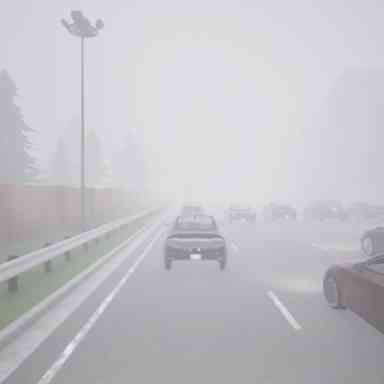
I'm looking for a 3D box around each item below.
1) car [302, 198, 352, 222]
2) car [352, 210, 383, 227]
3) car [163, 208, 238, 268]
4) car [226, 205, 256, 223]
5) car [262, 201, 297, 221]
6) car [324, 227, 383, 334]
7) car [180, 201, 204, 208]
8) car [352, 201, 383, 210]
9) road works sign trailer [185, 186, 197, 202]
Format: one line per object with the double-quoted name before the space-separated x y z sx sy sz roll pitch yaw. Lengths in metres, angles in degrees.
"car" 10.524 1.379 26.712 2.097 1.767 4.553 0 0 0
"car" 7.097 1.515 10.226 1.837 1.490 4.892 0 0 0
"car" 0.095 1.503 11.248 2.128 1.511 4.902 0 0 0
"car" 3.533 1.627 25.406 1.895 1.301 4.718 0 0 0
"car" 7.023 1.532 27.030 1.837 1.490 4.892 0 0 0
"car" 3.590 1.530 4.853 1.812 1.442 4.674 0 0 0
"car" 0.015 1.507 28.544 1.882 1.535 5.008 0 0 0
"car" 14.024 1.532 27.065 1.837 1.490 4.892 0 0 0
"road works sign trailer" -0.316 0.535 68.576 2.380 3.560 2.880 0 0 0
